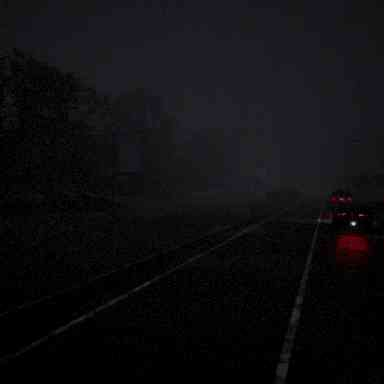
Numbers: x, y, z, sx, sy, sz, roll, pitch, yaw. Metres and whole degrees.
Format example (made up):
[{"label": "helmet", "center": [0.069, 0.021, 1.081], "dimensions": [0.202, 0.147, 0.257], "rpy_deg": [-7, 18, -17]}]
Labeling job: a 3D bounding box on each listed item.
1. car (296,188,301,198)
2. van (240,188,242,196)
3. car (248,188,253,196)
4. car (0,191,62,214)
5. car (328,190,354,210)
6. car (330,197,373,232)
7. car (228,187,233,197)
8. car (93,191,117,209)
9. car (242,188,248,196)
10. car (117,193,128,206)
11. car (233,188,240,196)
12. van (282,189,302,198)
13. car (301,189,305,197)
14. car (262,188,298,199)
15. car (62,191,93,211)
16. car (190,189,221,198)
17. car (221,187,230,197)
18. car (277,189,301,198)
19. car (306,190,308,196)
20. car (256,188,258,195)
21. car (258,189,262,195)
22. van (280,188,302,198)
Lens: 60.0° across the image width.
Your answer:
[{"label": "car", "center": [16.275, 0.281, 60.184], "dimensions": [5.566, 2.045, 2.435], "rpy_deg": [1, 1, 22]}, {"label": "van", "center": [8.314, -0.053, 75.486], "dimensions": [4.442, 1.987, 1.878], "rpy_deg": [1, 1, 22]}, {"label": "car", "center": [11.747, 0.156, 83.112], "dimensions": [5.366, 1.575, 1.946], "rpy_deg": [1, 1, 22]}, {"label": "car", "center": [-12.404, 0.775, 24.663], "dimensions": [4.674, 1.452, 2.002], "rpy_deg": [1, 1, 22]}, {"label": "car", "center": [15.136, 0.780, 33.803], "dimensions": [2.150, 2.045, 5.566], "rpy_deg": [1, 2, 23]}, {"label": "car", "center": [8.895, 1.268, 18.611], "dimensions": [1.837, 1.490, 4.892], "rpy_deg": [1, 2, 23]}, {"label": "car", "center": [5.253, 0.253, 67.719], "dimensions": [4.674, 1.452, 2.002], "rpy_deg": [1, 1, 22]}, {"label": "car", "center": [-9.925, 0.655, 30.725], "dimensions": [5.008, 1.535, 2.097], "rpy_deg": [1, 1, 22]}, {"label": "car", "center": [10.525, 0.202, 80.603], "dimensions": [4.674, 1.452, 2.002], "rpy_deg": [1, 1, 22]}, {"label": "car", "center": [-8.724, 0.658, 33.635], "dimensions": [4.674, 1.452, 2.002], "rpy_deg": [1, 1, 22]}, {"label": "car", "center": [7.396, 0.061, 72.858], "dimensions": [4.553, 1.767, 2.185], "rpy_deg": [1, 1, 22]}, {"label": "van", "center": [23.619, 0.227, 78.380], "dimensions": [4.442, 1.987, 1.878], "rpy_deg": [1, 1, 22]}, {"label": "car", "center": [19.462, 0.235, 67.967], "dimensions": [5.566, 2.045, 2.435], "rpy_deg": [1, 1, 22]}, {"label": "car", "center": [15.240, 0.556, 57.583], "dimensions": [4.892, 1.521, 2.231], "rpy_deg": [1, 1, 22]}, {"label": "car", "center": [-11.157, 0.697, 27.692], "dimensions": [4.892, 1.521, 2.231], "rpy_deg": [1, 1, 22]}, {"label": "car", "center": [2.091, 0.278, 59.985], "dimensions": [5.008, 1.535, 2.097], "rpy_deg": [1, 1, 22]}, {"label": "car", "center": [4.194, 0.231, 65.141], "dimensions": [5.008, 1.535, 2.097], "rpy_deg": [1, 1, 22]}, {"label": "car", "center": [20.575, 0.352, 70.538], "dimensions": [4.553, 1.767, 2.185], "rpy_deg": [1, 1, 22]}, {"label": "car", "center": [24.785, 0.448, 80.933], "dimensions": [5.008, 1.535, 2.097], "rpy_deg": [1, 1, 22]}, {"label": "car", "center": [14.702, 0.163, 90.932], "dimensions": [4.792, 1.488, 2.163], "rpy_deg": [1, 1, 22]}, {"label": "car", "center": [15.811, -0.122, 93.485], "dimensions": [5.566, 2.045, 2.435], "rpy_deg": [1, 1, 22]}, {"label": "van", "center": [21.715, 0.247, 73.101], "dimensions": [4.442, 1.987, 1.878], "rpy_deg": [1, 1, 22]}]
